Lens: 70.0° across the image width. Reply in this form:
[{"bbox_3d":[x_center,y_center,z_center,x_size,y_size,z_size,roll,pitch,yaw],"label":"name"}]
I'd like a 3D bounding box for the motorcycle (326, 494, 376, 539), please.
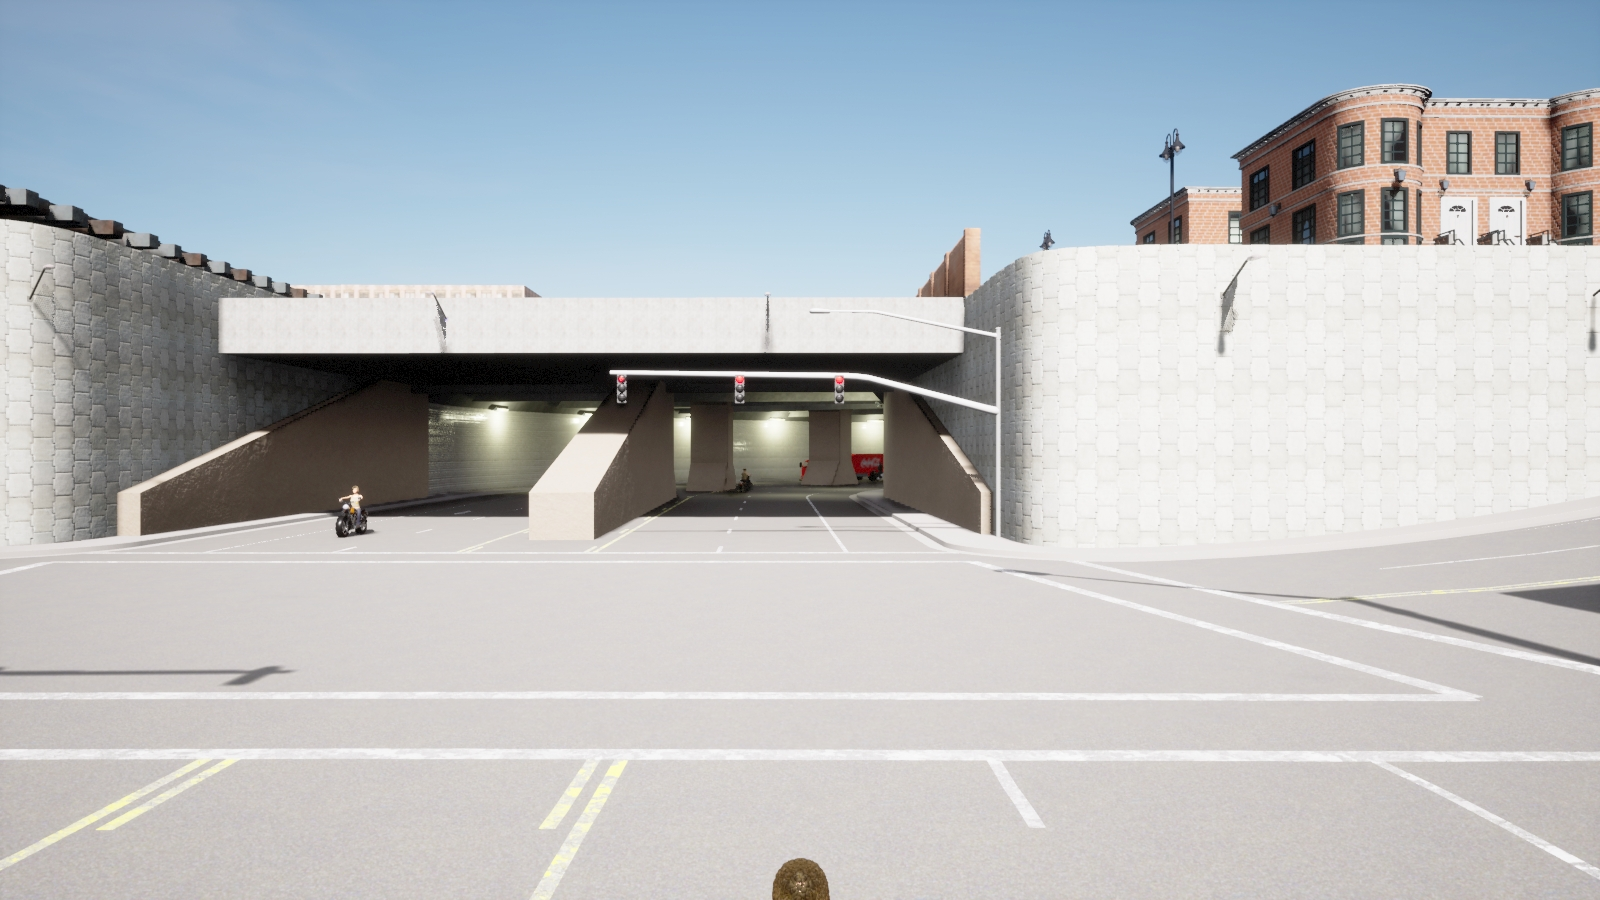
[{"bbox_3d":[-14.636,2.142,37.307,0.764,1.332,2.356,0,0,-2],"label":"motorcycle"}]

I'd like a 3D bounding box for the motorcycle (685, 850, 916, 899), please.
[{"bbox_3d":[0.004,2.174,3.443,0.803,1.224,2.033,0,0,0],"label":"motorcycle"}]
